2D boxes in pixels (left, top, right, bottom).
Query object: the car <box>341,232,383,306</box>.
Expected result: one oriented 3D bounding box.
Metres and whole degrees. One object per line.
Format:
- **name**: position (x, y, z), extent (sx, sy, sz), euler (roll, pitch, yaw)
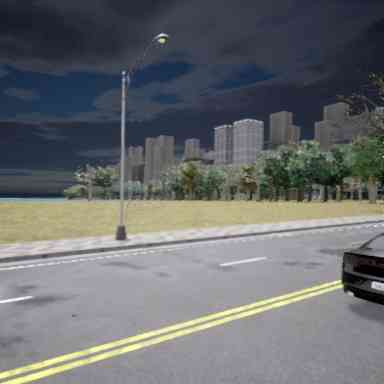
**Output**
- **car**: position (5.248, 1.476, 7.168), extent (5.008, 1.535, 1.882), euler (0, 0, -35)
